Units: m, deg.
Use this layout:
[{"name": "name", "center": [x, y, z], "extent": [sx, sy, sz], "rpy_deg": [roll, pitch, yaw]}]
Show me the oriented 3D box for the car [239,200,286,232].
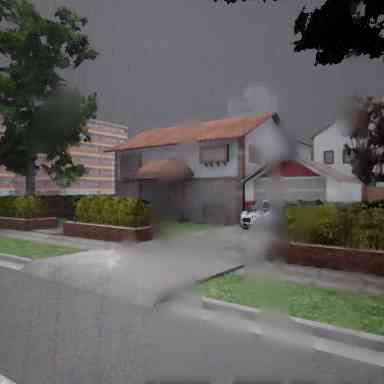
[{"name": "car", "center": [4.066, 1.168, 17.411], "extent": [1.970, 1.475, 3.806], "rpy_deg": [0, 0, 36]}]
